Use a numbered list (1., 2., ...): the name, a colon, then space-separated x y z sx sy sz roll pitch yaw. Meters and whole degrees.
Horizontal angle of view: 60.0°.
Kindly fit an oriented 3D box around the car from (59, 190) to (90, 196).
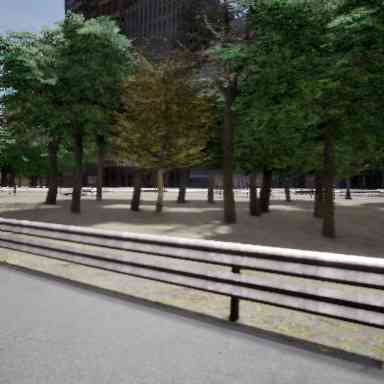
1. car: -18.245 -0.113 51.848 4.674 1.442 1.812 0 1 -5
